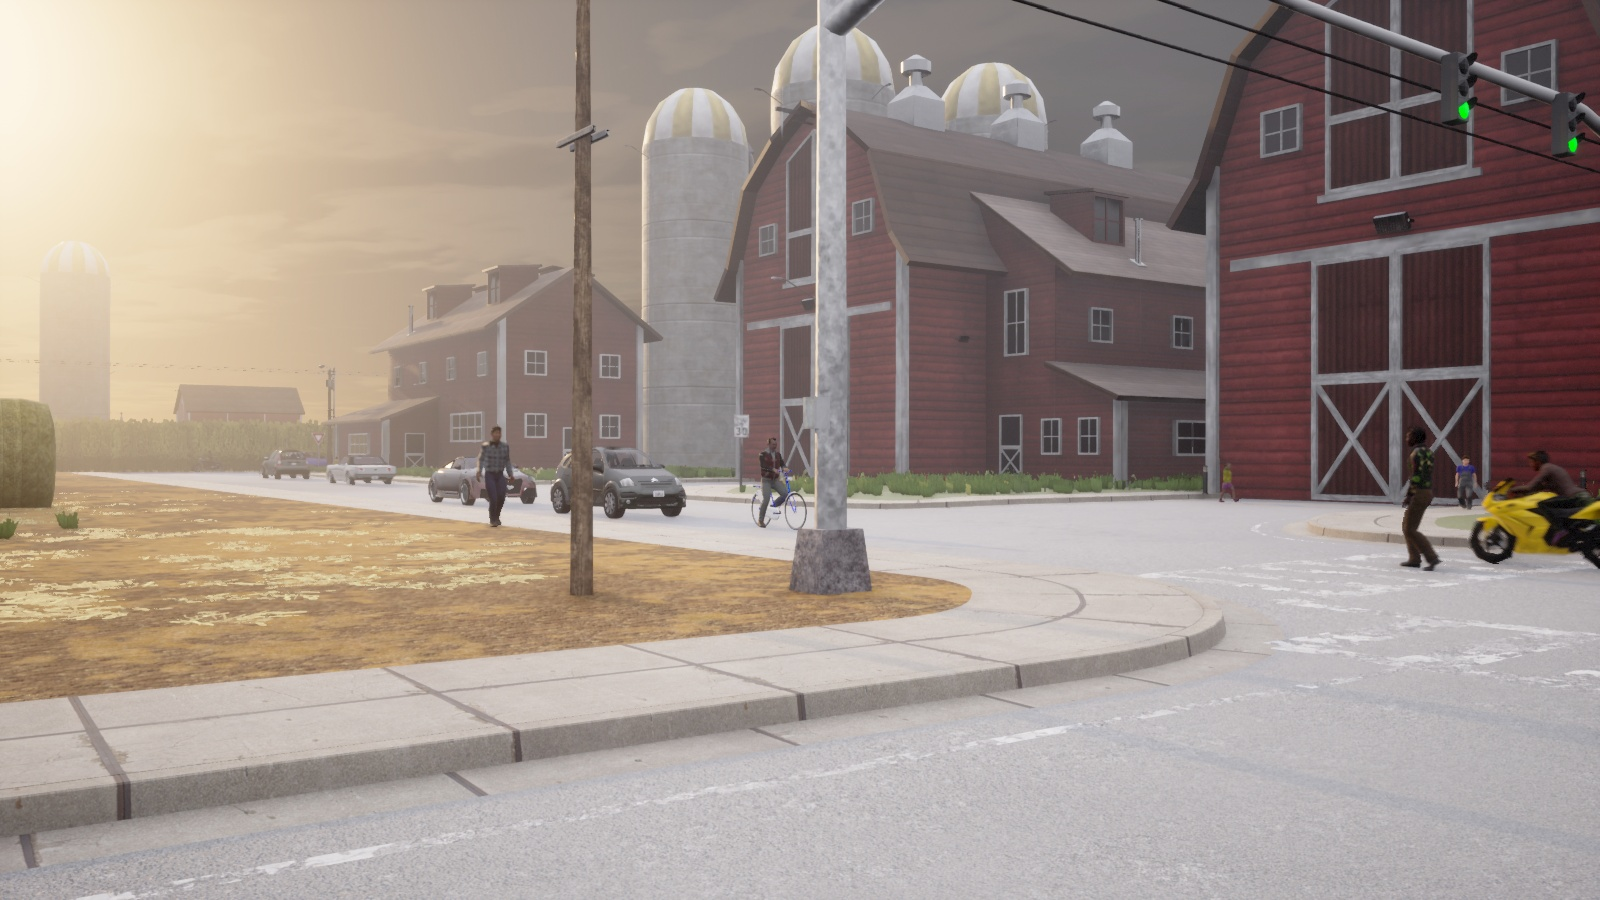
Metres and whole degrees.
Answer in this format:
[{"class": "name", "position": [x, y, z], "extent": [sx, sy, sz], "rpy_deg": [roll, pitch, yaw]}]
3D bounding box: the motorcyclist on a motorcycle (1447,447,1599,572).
[{"class": "motorcyclist on a motorcycle", "position": [9.580, 0.721, 16.209], "extent": [0.797, 1.523, 2.044], "rpy_deg": [0, 0, -36]}]

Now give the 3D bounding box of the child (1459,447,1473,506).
[{"class": "child", "position": [14.463, 0.573, 27.262], "extent": [0.270, 1.263, 0.437], "rpy_deg": [0, 0, 28]}]

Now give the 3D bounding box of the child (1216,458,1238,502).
[{"class": "child", "position": [11.487, 0.798, 33.749], "extent": [0.299, 1.160, 0.473], "rpy_deg": [0, 0, -37]}]

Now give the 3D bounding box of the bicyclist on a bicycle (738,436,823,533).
[{"class": "bicyclist on a bicycle", "position": [-0.399, 0.641, 24.027], "extent": [0.659, 1.776, 1.843], "rpy_deg": [-1, 0, -36]}]

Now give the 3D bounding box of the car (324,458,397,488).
[{"class": "car", "position": [-20.057, 1.001, 57.171], "extent": [1.895, 1.301, 4.718], "rpy_deg": [0, 0, -36]}]

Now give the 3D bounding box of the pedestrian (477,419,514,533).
[{"class": "pedestrian", "position": [-5.293, 0.441, 21.814], "extent": [0.423, 1.949, 0.788], "rpy_deg": [0, 0, -30]}]

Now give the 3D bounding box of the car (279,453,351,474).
[{"class": "car", "position": [-35.730, 0.994, 92.624], "extent": [2.007, 1.525, 4.514], "rpy_deg": [0, 0, 44]}]

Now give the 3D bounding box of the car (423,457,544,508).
[{"class": "car", "position": [-9.154, 0.890, 36.138], "extent": [1.994, 1.385, 4.181], "rpy_deg": [0, 0, -36]}]

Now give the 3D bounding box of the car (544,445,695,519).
[{"class": "car", "position": [-4.279, 0.697, 29.392], "extent": [1.851, 1.617, 3.988], "rpy_deg": [0, 0, -36]}]

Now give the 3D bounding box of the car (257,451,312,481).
[{"class": "car", "position": [-27.975, 0.842, 68.113], "extent": [1.851, 1.617, 3.988], "rpy_deg": [0, 0, -36]}]

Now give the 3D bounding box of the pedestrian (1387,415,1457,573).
[{"class": "pedestrian", "position": [7.830, 0.542, 15.815], "extent": [0.395, 1.930, 0.692], "rpy_deg": [0, 0, -43]}]
